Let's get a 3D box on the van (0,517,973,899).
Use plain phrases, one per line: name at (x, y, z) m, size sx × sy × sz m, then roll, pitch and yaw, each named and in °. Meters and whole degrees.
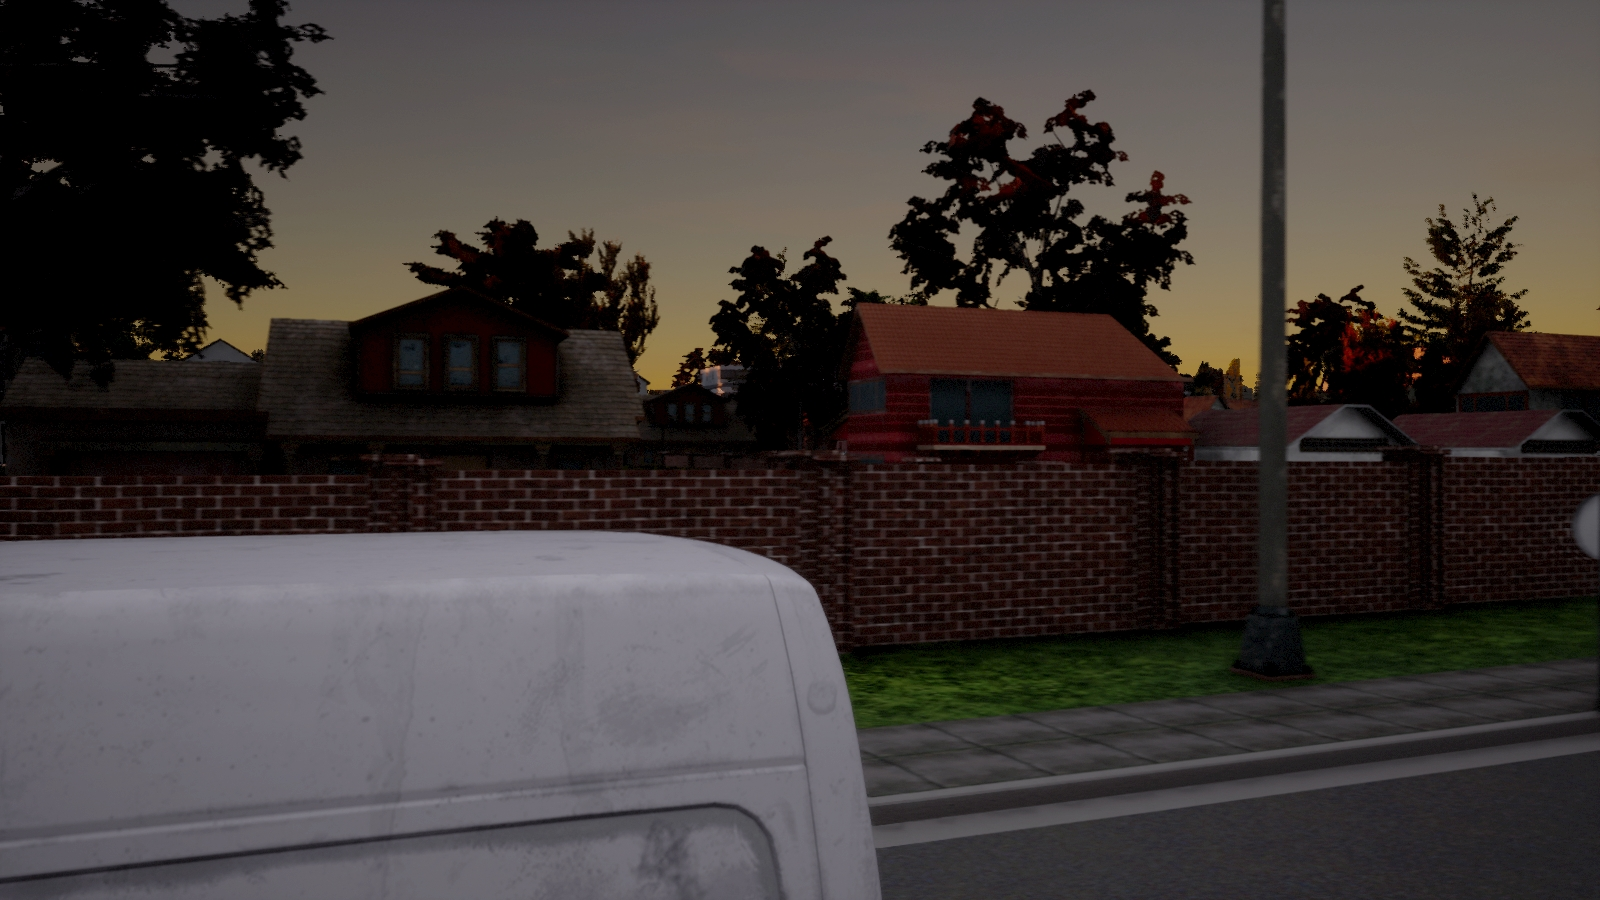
van at (-2.762, 1.524, 2.289) m, size 5.915 × 2.561 × 1.988 m, roll 0°, pitch 0°, yaw -20°
